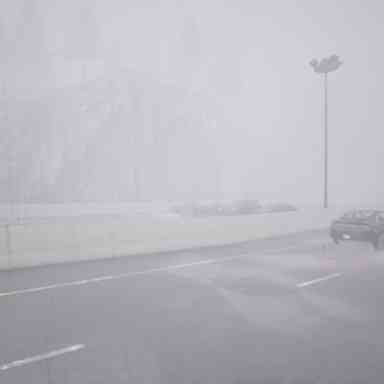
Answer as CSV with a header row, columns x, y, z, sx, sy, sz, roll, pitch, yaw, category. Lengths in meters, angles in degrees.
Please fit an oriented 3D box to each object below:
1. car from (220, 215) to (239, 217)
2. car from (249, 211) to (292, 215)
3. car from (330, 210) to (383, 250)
x,y,z,sx,sy,sz,roll,pitch,yaw,category
4.472,1.441,30.375,4.553,1.767,2.097,0,0,-43,car
7.072,1.638,28.003,5.357,1.411,2.033,0,0,-43,car
7.937,1.549,14.687,4.902,1.511,2.128,0,0,-40,car
